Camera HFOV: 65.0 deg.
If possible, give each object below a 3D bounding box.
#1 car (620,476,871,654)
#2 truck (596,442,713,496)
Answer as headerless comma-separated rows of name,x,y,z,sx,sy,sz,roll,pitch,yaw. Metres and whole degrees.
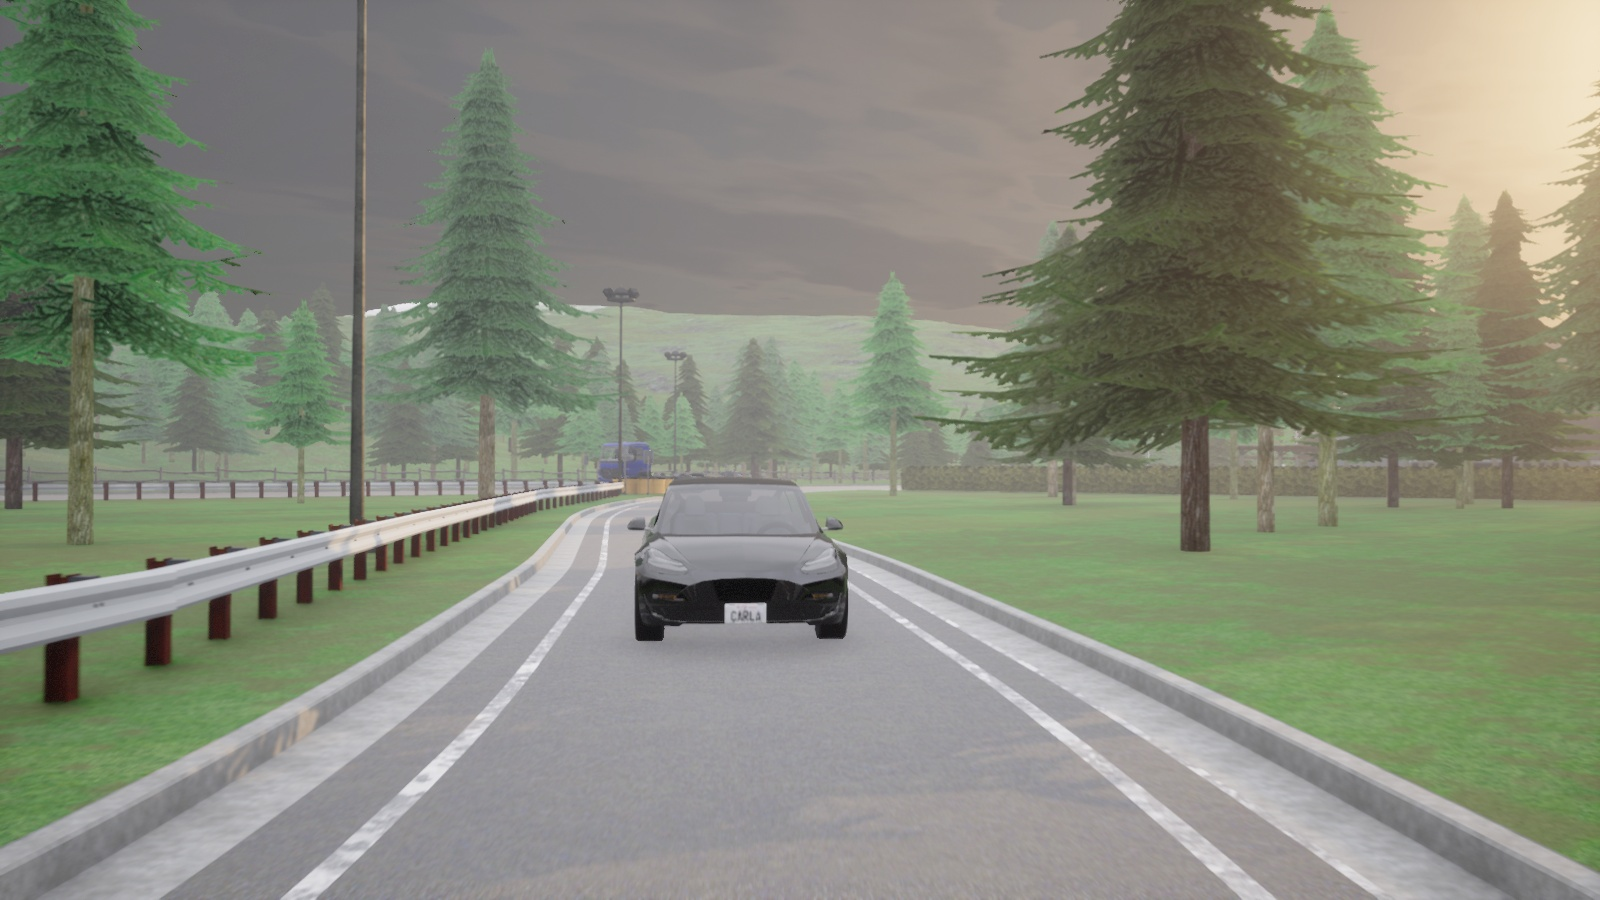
car,-0.693,1.035,13.203,2.163,1.488,4.792,0,-1,-6
truck,-9.721,1.267,84.475,2.891,3.462,7.936,-1,-1,41
